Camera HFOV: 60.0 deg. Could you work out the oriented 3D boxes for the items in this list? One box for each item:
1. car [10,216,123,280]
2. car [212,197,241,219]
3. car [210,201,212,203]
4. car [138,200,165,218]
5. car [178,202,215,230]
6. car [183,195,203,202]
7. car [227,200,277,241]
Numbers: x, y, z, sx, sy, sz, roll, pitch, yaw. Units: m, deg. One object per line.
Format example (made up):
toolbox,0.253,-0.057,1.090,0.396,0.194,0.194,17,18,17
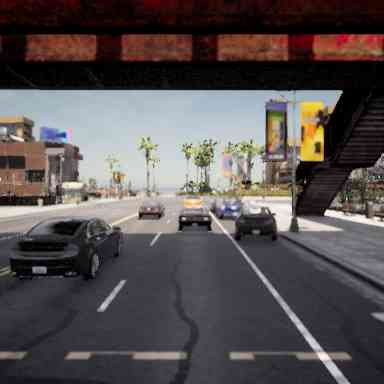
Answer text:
car,-3.337,1.449,9.720,1.837,1.490,4.892,0,0,0
car,3.087,1.204,27.050,2.185,1.767,4.553,0,0,-1
car,2.930,1.294,33.475,2.097,1.535,5.008,0,0,-1
car,-3.358,1.389,28.314,2.033,1.411,5.357,0,0,0
car,0.163,1.487,20.348,1.895,1.301,4.718,0,0,0
car,0.120,1.145,37.217,2.097,1.767,4.553,0,0,0
car,3.082,1.391,16.275,2.231,1.521,4.892,0,0,9
